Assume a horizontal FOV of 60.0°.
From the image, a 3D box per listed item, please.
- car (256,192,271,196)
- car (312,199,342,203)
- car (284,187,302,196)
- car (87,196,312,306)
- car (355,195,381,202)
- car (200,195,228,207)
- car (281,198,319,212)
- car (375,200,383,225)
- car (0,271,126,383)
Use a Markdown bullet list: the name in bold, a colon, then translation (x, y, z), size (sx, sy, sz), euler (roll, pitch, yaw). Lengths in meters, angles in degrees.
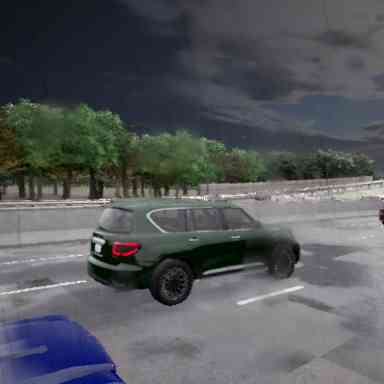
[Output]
- **car**: translation (13.163, 0.747, 62.404), size (2.097, 1.767, 4.553), euler (0, 2, 38)
- **car**: translation (14.685, 1.497, 36.041), size (4.892, 1.490, 1.837), euler (0, 0, -36)
- **car**: translation (22.622, 0.040, 74.308), size (2.150, 2.045, 5.566), euler (0, 3, 40)
- **car**: translation (0.289, 1.220, 8.255), size (5.566, 2.045, 2.150), euler (0, 0, -36)
- **car**: translation (25.637, 1.307, 48.250), size (4.553, 1.767, 2.097), euler (0, 0, -36)
- **car**: translation (3.230, 1.317, 48.601), size (1.837, 1.490, 4.892), euler (0, 1, 34)
- **car**: translation (12.619, 1.518, 38.866), size (4.674, 1.442, 1.812), euler (0, 0, -36)
- **car**: translation (14.892, 1.473, 23.013), size (5.008, 1.535, 1.882), euler (0, 0, -36)
- **car**: translation (-2.740, 1.601, 1.916), size (4.718, 1.301, 1.895), euler (0, 0, -36)
